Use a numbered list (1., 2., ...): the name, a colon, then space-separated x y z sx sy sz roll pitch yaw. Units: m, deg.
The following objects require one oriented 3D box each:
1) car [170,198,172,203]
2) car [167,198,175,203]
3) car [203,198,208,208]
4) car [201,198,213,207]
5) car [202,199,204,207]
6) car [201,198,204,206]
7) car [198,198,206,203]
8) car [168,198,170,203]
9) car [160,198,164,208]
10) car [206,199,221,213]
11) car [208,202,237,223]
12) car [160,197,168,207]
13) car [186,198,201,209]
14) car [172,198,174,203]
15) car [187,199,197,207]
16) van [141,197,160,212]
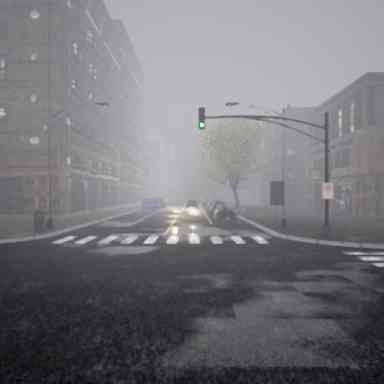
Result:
1. car: -5.690 2.066 67.193 2.008 1.369 4.403 0 0 0
2. car: -5.690 2.263 89.980 1.887 1.381 4.507 0 -1 0
3. car: 2.690 1.720 38.708 1.967 1.590 4.097 0 0 0
4. car: 2.690 1.906 61.495 1.967 1.590 4.097 0 0 0
5. car: 2.690 1.906 44.405 1.802 1.307 4.206 0 0 0
6. car: 2.691 1.968 55.798 2.008 1.369 4.403 0 0 0
7. car: 2.691 2.270 89.978 2.008 1.369 4.403 0 -1 0
8. car: -5.690 2.031 61.497 1.947 1.339 4.313 0 0 0
9. car: -5.690 1.952 50.103 1.802 1.307 4.206 0 0 0
10. car: 2.690 1.677 33.012 1.967 1.590 4.097 0 0 0
11. car: 2.690 1.744 27.315 2.008 1.369 4.403 0 0 0
12. car: -5.691 1.732 55.802 2.192 1.841 5.009 0 0 0
13. car: 0.002 1.880 54.087 1.882 1.535 5.008 0 0 0
14. car: -5.690 2.191 84.113 1.752 1.417 4.829 0 -1 0
15. car: 0.002 2.017 64.503 1.812 1.442 4.674 0 0 0
16. van: -5.691 1.665 44.408 1.690 1.788 3.998 0 0 0
